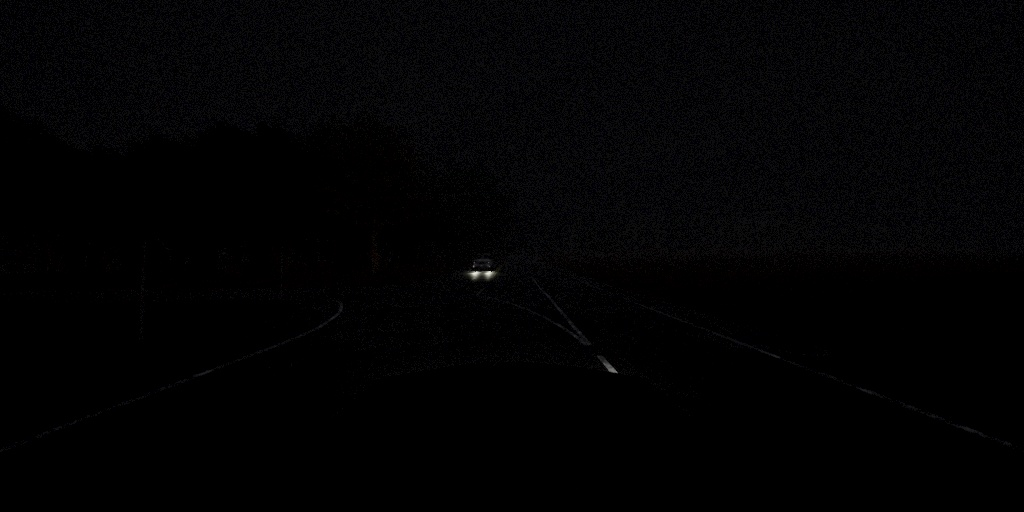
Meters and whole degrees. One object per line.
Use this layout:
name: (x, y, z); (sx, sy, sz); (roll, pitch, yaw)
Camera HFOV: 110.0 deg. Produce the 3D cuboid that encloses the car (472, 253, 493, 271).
car: (-3.504, 0.715, 43.465); (2.150, 2.045, 5.566); (0, 1, -1)
